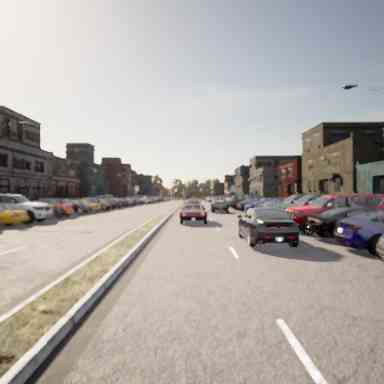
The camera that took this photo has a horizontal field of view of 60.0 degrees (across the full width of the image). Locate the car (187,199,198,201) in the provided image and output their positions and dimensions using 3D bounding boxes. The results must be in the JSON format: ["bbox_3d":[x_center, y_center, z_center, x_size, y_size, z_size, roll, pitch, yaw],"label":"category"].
[{"bbox_3d":[0.100,1.591,40.867,1.837,1.490,4.892,0,0,0],"label":"car"}]

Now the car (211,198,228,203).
[{"bbox_3d":[7.588,2.396,92.053,4.674,1.452,2.002,0,-1,0],"label":"car"}]

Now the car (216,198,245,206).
[{"bbox_3d":[7.455,1.872,64.351,5.366,1.575,1.946,0,-1,0],"label":"car"}]

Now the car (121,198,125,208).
[{"bbox_3d":[-12.747,1.660,48.293,4.892,1.521,2.231,0,-1,0],"label":"car"}]

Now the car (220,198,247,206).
[{"bbox_3d":[7.611,1.864,61.593,4.792,1.488,2.163,0,-1,0],"label":"car"}]

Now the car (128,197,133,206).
[{"bbox_3d":[-12.737,1.734,53.975,5.008,1.535,2.097,0,-1,0],"label":"car"}]

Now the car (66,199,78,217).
[{"bbox_3d":[-12.759,1.302,28.844,4.553,1.767,2.185,0,-1,0],"label":"car"}]

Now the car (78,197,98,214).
[{"bbox_3d":[-12.786,1.492,34.523,4.892,1.521,2.231,0,-1,0],"label":"car"}]

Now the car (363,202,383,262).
[{"bbox_3d":[7.671,1.284,9.226,4.553,1.767,2.185,0,0,0],"label":"car"}]

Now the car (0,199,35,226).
[{"bbox_3d":[-12.992,1.371,20.513,5.366,1.575,1.946,0,0,0],"label":"car"}]

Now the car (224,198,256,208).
[{"bbox_3d":[7.669,1.747,53.323,4.792,1.488,2.163,0,-1,0],"label":"car"}]

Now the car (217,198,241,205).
[{"bbox_3d":[7.663,1.991,69.869,4.792,1.488,2.163,0,-1,0],"label":"car"}]

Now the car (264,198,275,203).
[{"bbox_3d":[7.612,1.131,20.246,5.566,2.045,2.435,0,0,0],"label":"car"}]

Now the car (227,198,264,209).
[{"bbox_3d":[7.635,1.647,47.810,5.008,1.535,2.097,0,-1,0],"label":"car"}]

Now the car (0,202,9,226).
[{"bbox_3d":[-12.809,1.409,17.739,4.674,1.452,2.002,0,0,0],"label":"car"}]

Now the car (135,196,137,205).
[{"bbox_3d":[-12.729,1.850,59.408,4.674,1.452,2.002,0,-1,0],"label":"car"}]

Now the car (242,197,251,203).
[{"bbox_3d":[7.635,1.458,31.267,5.008,1.535,2.097,0,-1,0],"label":"car"}]

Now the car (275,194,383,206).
[{"bbox_3d":[7.612,1.130,17.493,5.566,2.045,2.435,0,0,0],"label":"car"}]

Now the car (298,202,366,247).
[{"bbox_3d":[7.635,1.382,14.736,5.008,1.535,2.097,0,0,0],"label":"car"}]

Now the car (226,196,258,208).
[{"bbox_3d":[7.609,1.557,50.568,4.553,1.767,2.185,0,-1,0],"label":"car"}]

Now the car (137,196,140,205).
[{"bbox_3d":[-12.756,1.880,62.186,4.792,1.488,2.163,0,-1,0],"label":"car"}]

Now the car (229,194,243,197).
[{"bbox_3d":[7.669,1.330,42.299,5.566,2.045,2.435,0,-1,0],"label":"car"}]

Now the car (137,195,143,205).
[{"bbox_3d":[-12.728,1.892,64.966,4.892,1.521,2.231,0,-1,0],"label":"car"}]

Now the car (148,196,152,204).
[{"bbox_3d":[-12.728,1.815,76.208,5.566,2.045,2.435,0,-1,0],"label":"car"}]

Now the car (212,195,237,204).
[{"bbox_3d":[7.590,1.848,78.143,5.566,2.045,2.435,0,-1,0],"label":"car"}]

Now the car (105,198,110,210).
[{"bbox_3d":[-12.741,1.430,39.966,4.553,1.767,2.185,0,-1,0],"label":"car"}]

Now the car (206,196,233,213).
[{"bbox_3d":[3.100,1.547,38.291,2.128,1.511,4.902,0,-1,0],"label":"car"}]

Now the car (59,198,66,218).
[{"bbox_3d":[-12.794,1.442,26.065,4.674,1.452,2.002,0,-1,0],"label":"car"}]

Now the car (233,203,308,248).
[{"bbox_3d":[3.100,1.411,14.204,1.837,1.490,4.892,0,0,0],"label":"car"}]

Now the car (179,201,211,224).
[{"bbox_3d":[0.100,1.519,24.114,1.895,1.301,4.718,0,0,0],"label":"car"}]

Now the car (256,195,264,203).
[{"bbox_3d":[7.612,1.142,23.004,5.566,2.045,2.435,0,0,0],"label":"car"}]

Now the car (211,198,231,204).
[{"bbox_3d":[7.596,2.249,86.409,5.008,1.535,2.097,0,-1,0],"label":"car"}]

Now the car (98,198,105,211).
[{"bbox_3d":[-12.959,1.520,37.303,5.366,1.575,1.946,0,-1,0],"label":"car"}]

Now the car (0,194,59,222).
[{"bbox_3d":[-12.772,1.133,23.292,5.566,2.045,2.435,0,0,0],"label":"car"}]

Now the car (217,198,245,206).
[{"bbox_3d":[7.825,1.914,67.114,5.366,1.575,1.946,0,-1,0],"label":"car"}]

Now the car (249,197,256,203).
[{"bbox_3d":[7.455,1.405,25.755,5.366,1.575,1.946,0,-1,0],"label":"car"}]

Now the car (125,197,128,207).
[{"bbox_3d":[-12.777,1.724,51.071,4.792,1.488,2.163,0,-1,0],"label":"car"}]

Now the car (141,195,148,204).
[{"bbox_3d":[-12.737,1.896,73.394,4.553,1.767,2.185,0,-1,0],"label":"car"}]

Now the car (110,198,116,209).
[{"bbox_3d":[-12.734,1.618,42.735,4.792,1.488,2.163,0,-1,0],"label":"car"}]

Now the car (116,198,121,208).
[{"bbox_3d":[-12.764,1.623,45.514,5.008,1.535,2.097,0,-1,0],"label":"car"}]

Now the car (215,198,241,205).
[{"bbox_3d":[7.814,2.002,72.628,5.366,1.575,1.946,0,-1,0],"label":"car"}]

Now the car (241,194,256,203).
[{"bbox_3d":[7.671,1.363,34.026,4.553,1.767,2.185,0,-1,0],"label":"car"}]

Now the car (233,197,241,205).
[{"bbox_3d":[7.638,1.590,39.538,4.674,1.452,2.002,0,-1,0],"label":"car"}]

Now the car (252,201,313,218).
[{"bbox_3d":[7.638,1.472,28.512,4.674,1.452,2.002,0,-1,0],"label":"car"}]

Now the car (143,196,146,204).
[{"bbox_3d":[-12.708,2.016,70.521,4.674,1.452,2.002,0,-1,0],"label":"car"}]

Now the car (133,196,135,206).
[{"bbox_3d":[-12.743,1.774,56.754,4.892,1.521,2.231,0,-1,0],"label":"car"}]

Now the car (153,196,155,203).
[{"bbox_3d":[-12.654,2.236,84.540,4.792,1.488,2.163,0,-1,0],"label":"car"}]
